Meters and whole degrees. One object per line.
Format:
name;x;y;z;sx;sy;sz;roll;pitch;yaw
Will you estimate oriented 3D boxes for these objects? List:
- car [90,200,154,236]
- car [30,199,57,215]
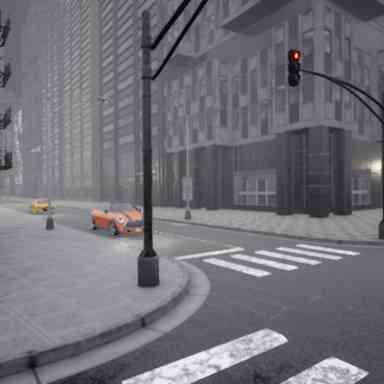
car;-3.901;1.282;18.060;2.097;1.767;4.553;-1;0;-35
car;-15.309;1.435;34.134;1.882;1.535;5.008;-1;0;-35
